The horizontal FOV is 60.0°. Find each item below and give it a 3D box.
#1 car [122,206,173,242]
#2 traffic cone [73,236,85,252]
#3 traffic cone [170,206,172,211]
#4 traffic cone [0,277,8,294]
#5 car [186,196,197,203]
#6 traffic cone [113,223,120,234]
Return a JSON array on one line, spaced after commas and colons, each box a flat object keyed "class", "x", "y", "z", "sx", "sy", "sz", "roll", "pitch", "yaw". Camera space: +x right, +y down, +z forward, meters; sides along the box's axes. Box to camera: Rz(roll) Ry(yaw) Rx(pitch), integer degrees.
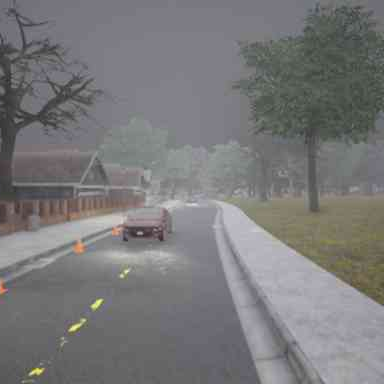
[{"class": "car", "x": -2.050, "y": 1.448, "z": 16.392, "sx": 1.882, "sy": 1.535, "sz": 5.008, "roll": 0, "pitch": 0, "yaw": 3}, {"class": "traffic cone", "x": -4.228, "y": 1.934, "z": 12.477, "sx": 0.340, "sy": 0.580, "sz": 0.340, "roll": 0, "pitch": 0, "yaw": 2}, {"class": "traffic cone", "x": -2.409, "y": 1.895, "z": 37.526, "sx": 0.340, "sy": 0.580, "sz": 0.340, "roll": 0, "pitch": 0, "yaw": 5}, {"class": "traffic cone", "x": -4.366, "y": 1.944, "z": 7.439, "sx": 0.340, "sy": 0.580, "sz": 0.340, "roll": 0, "pitch": 0, "yaw": 1}, {"class": "car", "x": -0.080, "y": 1.504, "z": 66.388, "sx": 2.128, "sy": 1.511, "sz": 4.902, "roll": 0, "pitch": 0, "yaw": -6}, {"class": "traffic cone", "x": -4.008, "y": 1.924, "z": 17.513, "sx": 0.340, "sy": 0.580, "sz": 0.340, "roll": 0, "pitch": 0, "yaw": 3}]
